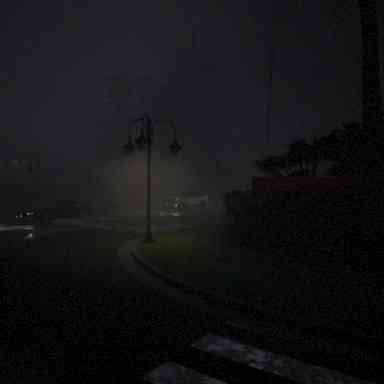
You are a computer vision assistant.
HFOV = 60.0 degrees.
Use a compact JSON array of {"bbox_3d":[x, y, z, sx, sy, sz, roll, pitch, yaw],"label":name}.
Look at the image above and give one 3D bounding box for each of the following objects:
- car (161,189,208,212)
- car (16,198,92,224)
[{"bbox_3d":[-0.610,0.763,32.695,2.150,2.045,5.566,1,1,38],"label":"car"},{"bbox_3d":[-8.624,1.140,21.250,1.837,1.490,4.892,0,0,31],"label":"car"}]
